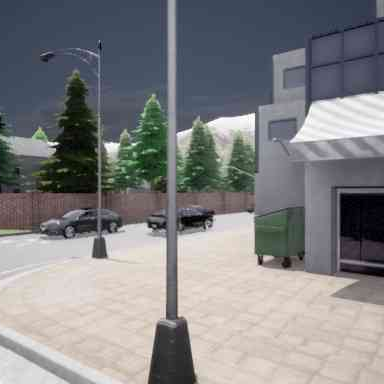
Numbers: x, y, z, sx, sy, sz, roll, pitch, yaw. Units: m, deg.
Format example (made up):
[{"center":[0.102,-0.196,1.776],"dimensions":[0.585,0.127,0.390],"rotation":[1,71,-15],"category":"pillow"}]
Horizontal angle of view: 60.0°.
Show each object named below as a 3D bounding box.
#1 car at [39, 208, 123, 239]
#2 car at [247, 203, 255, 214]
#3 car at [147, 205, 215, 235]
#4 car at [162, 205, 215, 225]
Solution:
[{"center":[-6.158,1.678,18.908],"dimensions":[1.837,1.490,4.892],"rotation":[0,0,36],"category":"car"},{"center":[7.881,1.737,37.841],"dimensions":[1.994,1.385,4.181],"rotation":[0,0,37],"category":"car"},{"center":[-0.596,1.665,20.334],"dimensions":[2.128,1.511,4.902],"rotation":[0,0,37],"category":"car"},{"center":[-0.175,1.774,26.987],"dimensions":[1.895,1.301,4.718],"rotation":[0,0,37],"category":"car"}]
